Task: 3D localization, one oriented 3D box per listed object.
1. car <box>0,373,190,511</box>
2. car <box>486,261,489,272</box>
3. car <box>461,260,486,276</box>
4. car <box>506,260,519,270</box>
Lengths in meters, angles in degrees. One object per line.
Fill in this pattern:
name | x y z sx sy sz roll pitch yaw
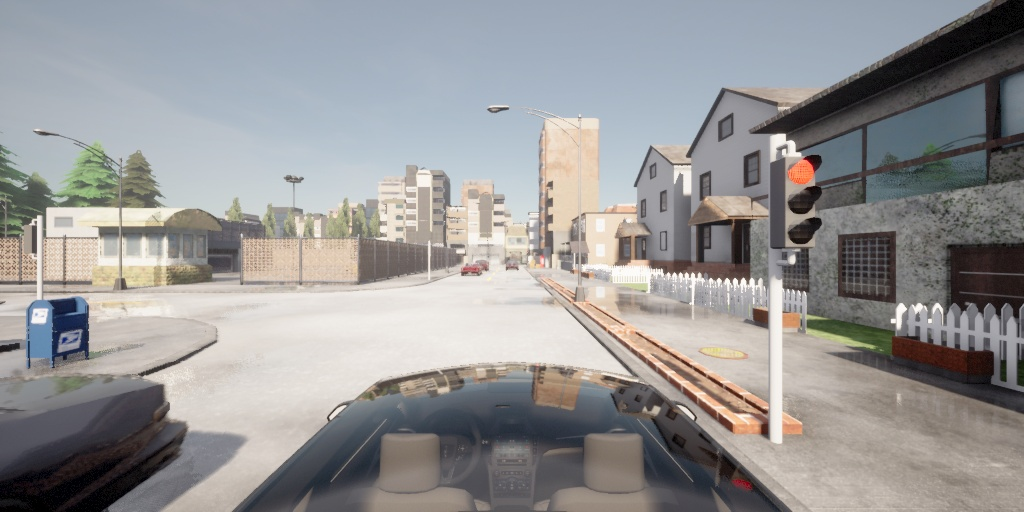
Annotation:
car | -3.807 1.297 0.580 2.033 1.411 5.357 0 0 5
car | -4.112 1.227 47.681 1.882 1.535 5.008 0 0 0
car | -4.121 1.351 37.175 1.895 1.301 4.718 0 0 0
car | 0.057 1.296 51.653 2.033 1.411 5.357 0 0 1
